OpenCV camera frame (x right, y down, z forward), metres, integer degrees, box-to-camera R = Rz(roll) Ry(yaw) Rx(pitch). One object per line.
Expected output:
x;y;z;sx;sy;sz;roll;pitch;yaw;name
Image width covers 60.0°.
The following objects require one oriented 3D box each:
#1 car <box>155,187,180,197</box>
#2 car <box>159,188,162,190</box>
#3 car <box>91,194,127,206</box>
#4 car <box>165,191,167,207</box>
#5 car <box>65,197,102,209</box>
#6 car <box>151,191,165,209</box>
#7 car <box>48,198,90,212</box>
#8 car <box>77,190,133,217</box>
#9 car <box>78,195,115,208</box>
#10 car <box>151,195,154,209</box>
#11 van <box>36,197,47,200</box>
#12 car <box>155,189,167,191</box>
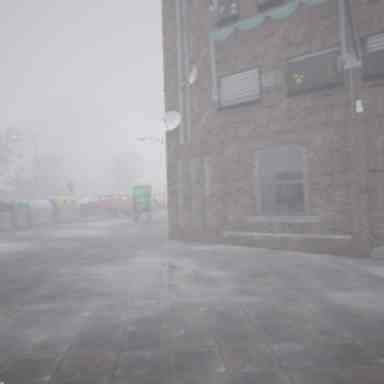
-5.073;-0.008;69.171;4.553;1.767;2.185;-3;2;24;car
-8.453;0.458;61.379;4.553;1.767;2.185;-3;2;24;car
-12.814;1.188;51.252;4.892;1.521;2.231;-3;2;24;car
-4.784;1.123;39.254;5.366;1.575;1.946;-3;2;24;car
-15.028;1.532;46.132;4.674;1.452;2.002;-3;2;24;car
-5.819;1.151;36.494;4.553;1.767;2.185;-3;2;24;car
-16.144;1.646;43.577;4.892;1.521;2.231;-3;2;24;car
-8.122;1.271;31.199;5.566;2.045;2.435;-3;1;24;car
-13.962;1.347;48.573;4.892;1.521;2.231;-3;2;24;car
-6.905;1.407;33.890;5.008;1.535;2.097;-3;2;24;car
-17.155;1.562;40.961;4.442;1.987;1.878;-3;2;24;van
-2.223;0.791;44.677;4.892;1.521;2.231;-3;2;24;car
